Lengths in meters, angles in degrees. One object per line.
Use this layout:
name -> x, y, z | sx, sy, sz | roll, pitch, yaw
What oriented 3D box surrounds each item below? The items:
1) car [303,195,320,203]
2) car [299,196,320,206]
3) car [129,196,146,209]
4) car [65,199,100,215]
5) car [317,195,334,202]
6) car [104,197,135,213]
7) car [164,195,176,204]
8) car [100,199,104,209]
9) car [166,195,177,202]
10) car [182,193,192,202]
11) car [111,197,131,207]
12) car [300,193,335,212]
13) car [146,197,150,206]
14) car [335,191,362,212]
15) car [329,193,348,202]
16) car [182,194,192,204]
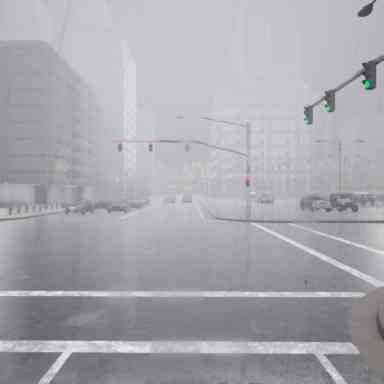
car -> 24.508, 1.395, 68.301 | 1.970, 1.475, 3.806 | 0, 0, 0
car -> 18.763, 1.395, 53.190 | 1.970, 1.475, 3.806 | 0, 0, 0
car -> -8.006, 1.352, 45.476 | 2.097, 1.767, 4.553 | 0, 0, 0
car -> -11.450, 1.491, 34.182 | 2.128, 1.511, 4.902 | 0, 0, 0
car -> 27.403, 1.364, 68.305 | 1.784, 1.438, 3.905 | 0, 0, 0
car -> -7.963, 1.564, 36.774 | 1.994, 1.385, 4.181 | 0, 0, 0
car -> -4.511, 1.564, 65.605 | 1.994, 1.385, 4.181 | 0, 0, 0
car -> -11.497, 1.601, 43.450 | 1.895, 1.301, 4.718 | 0, 0, 0
car -> -4.556, 1.351, 74.443 | 2.128, 1.511, 4.902 | 0, 0, 0
car -> -1.056, 1.181, 74.431 | 2.097, 1.767, 4.553 | 0, 0, 0
car -> -11.544, 1.547, 54.301 | 2.033, 1.411, 5.357 | 0, 0, 0
car -> 13.191, 1.153, 35.769 | 1.932, 1.855, 4.605 | 0, 0, 0
car -> -8.046, 1.491, 55.360 | 2.128, 1.511, 4.902 | 0, 0, 0
car -> 16.085, 1.156, 35.719 | 1.905, 1.878, 3.866 | 0, 0, 0
car -> 30.086, 1.153, 68.360 | 1.932, 1.855, 4.605 | 0, 0, 0
car -> -1.011, 1.601, 65.703 | 1.895, 1.301, 4.718 | 0, 0, 0
